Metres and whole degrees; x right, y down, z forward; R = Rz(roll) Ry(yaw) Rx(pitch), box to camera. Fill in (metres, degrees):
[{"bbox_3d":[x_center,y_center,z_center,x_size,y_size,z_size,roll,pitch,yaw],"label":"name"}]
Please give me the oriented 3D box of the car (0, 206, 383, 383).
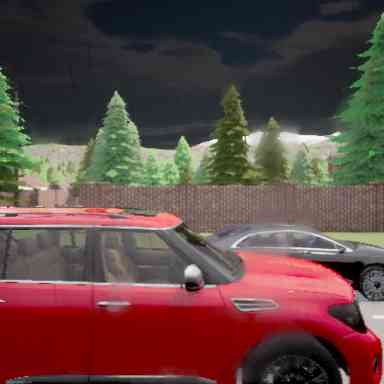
[{"bbox_3d":[-0.827,1.219,4.053,5.566,2.045,2.150,0,0,-1],"label":"car"}]
